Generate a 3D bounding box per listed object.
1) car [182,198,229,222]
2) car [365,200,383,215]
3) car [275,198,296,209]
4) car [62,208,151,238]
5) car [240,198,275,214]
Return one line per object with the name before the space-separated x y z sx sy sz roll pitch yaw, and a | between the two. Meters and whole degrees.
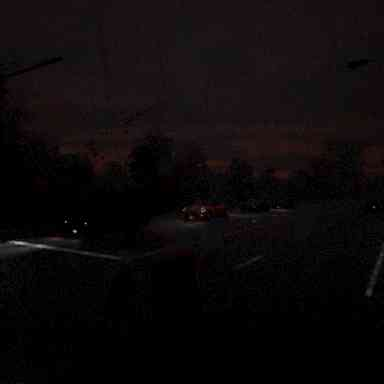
car | 1.126 1.279 26.107 2.097 1.767 4.553 0 0 32
car | 19.000 1.523 34.393 2.033 1.411 5.357 0 0 32
car | 12.110 1.467 43.406 2.033 1.411 5.357 0 0 33
car | -4.331 1.531 17.487 1.895 1.301 4.718 0 0 33
car | 6.659 1.401 34.860 1.882 1.535 5.008 0 0 32
